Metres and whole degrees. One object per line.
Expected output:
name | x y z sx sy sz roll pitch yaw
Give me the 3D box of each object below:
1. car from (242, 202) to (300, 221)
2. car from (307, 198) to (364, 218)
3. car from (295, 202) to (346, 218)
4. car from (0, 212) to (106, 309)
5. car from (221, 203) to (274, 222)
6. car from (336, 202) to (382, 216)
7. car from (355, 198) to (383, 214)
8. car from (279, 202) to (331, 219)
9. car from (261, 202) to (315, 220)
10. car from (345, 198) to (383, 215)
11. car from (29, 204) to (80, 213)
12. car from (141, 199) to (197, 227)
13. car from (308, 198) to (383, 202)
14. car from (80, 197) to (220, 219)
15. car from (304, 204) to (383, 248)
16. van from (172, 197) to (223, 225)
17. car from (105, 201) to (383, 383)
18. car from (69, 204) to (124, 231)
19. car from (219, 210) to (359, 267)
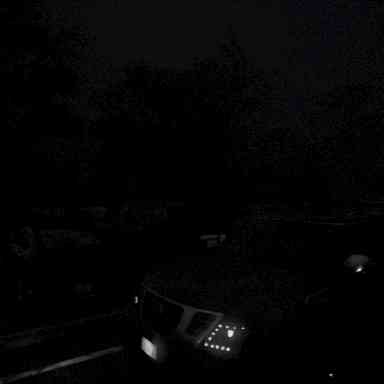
car | 7.305 1.777 31.495 1.946 1.575 5.366 1 -1 -36
car | 16.276 1.697 38.106 2.435 2.045 5.566 1 -1 -36
car | 13.976 1.935 36.530 2.163 1.488 4.792 1 -1 -36
car | -3.357 1.489 8.036 2.231 1.521 4.892 1 0 -35
car | 4.933 1.778 30.024 2.002 1.452 4.674 1 -1 -36
car | 20.687 2.079 41.293 2.002 1.452 4.674 1 -1 -36
car | 25.234 1.887 44.515 2.435 2.045 5.566 1 -1 -36
car | 11.745 1.893 34.863 2.163 1.488 4.792 1 -1 -36
car | 9.466 1.821 33.262 2.097 1.535 5.008 1 -1 -36
car | 23.070 1.839 42.966 2.435 2.045 5.566 1 -1 -36
car | -8.669 1.515 20.325 2.097 1.535 5.008 1 0 -35
car | -1.845 1.490 25.147 2.185 1.767 4.553 1 -1 -36
car | 5.753 1.364 14.573 2.435 2.045 5.566 1 -1 -36
car | -1.094 1.263 9.691 2.435 2.045 5.566 1 0 -35
car | 8.066 1.528 16.151 2.185 1.767 4.553 1 -1 -36
van | 0.334 1.429 26.883 1.878 1.987 4.442 1 -1 -36
car | 1.815 1.254 4.980 5.566 2.045 2.150 1 0 -36
car | -6.399 1.586 21.940 2.002 1.452 4.674 1 0 -35
car | 3.479 1.578 12.924 2.231 1.521 4.892 1 -1 -36
